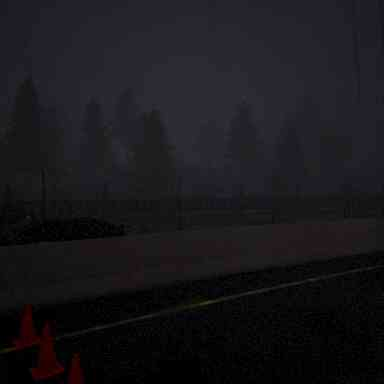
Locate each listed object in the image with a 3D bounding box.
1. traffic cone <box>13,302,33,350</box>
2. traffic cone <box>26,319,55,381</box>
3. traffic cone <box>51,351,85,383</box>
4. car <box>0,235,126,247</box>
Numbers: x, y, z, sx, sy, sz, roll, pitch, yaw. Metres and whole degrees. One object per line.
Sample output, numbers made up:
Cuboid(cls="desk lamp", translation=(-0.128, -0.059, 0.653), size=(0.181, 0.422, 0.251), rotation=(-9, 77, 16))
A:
Cuboid(cls="traffic cone", translation=(-2.434, 1.934, 4.923), size=(0.340, 0.580, 0.340), rotation=(-1, 0, -39))
Cuboid(cls="traffic cone", translation=(-1.804, 1.937, 4.147), size=(0.340, 0.580, 0.340), rotation=(-1, 0, -39))
Cuboid(cls="traffic cone", translation=(-1.173, 1.939, 3.371), size=(0.340, 0.580, 0.340), rotation=(-1, 0, -39))
Cuboid(cls="car", translation=(-4.316, 1.461, 9.794), size=(4.892, 1.490, 1.837), rotation=(0, 0, -33))
